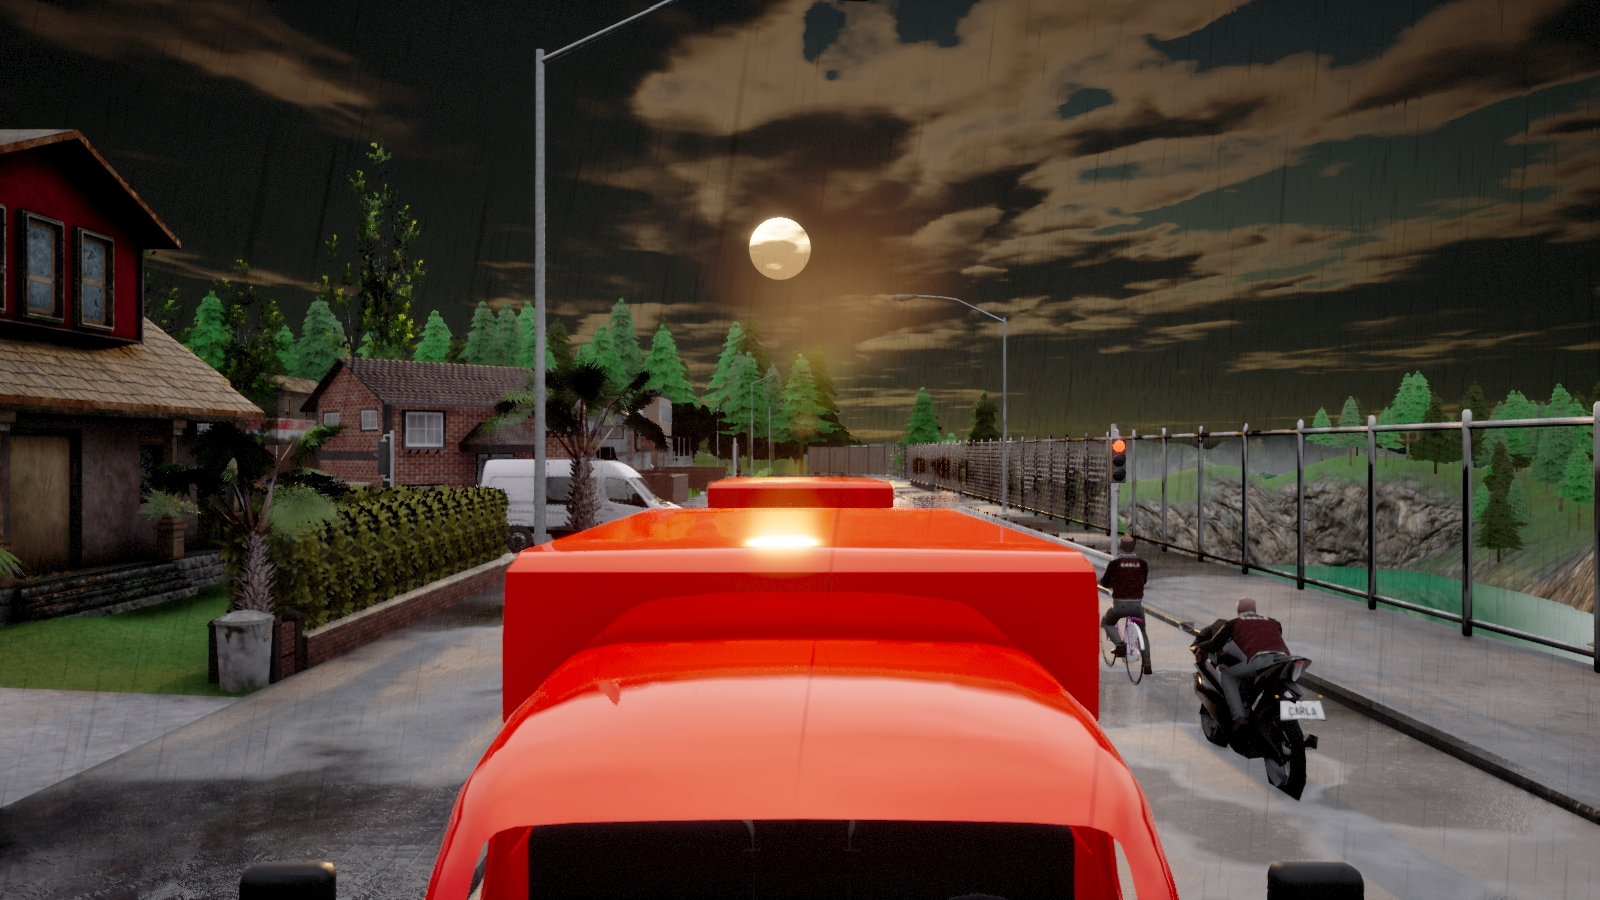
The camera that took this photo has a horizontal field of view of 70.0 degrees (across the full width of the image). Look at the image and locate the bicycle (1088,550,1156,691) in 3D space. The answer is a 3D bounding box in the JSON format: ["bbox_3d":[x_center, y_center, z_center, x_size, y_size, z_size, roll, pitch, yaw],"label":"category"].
[{"bbox_3d":[3.986,2.066,14.240,0.329,1.471,1.835,0,0,0],"label":"bicycle"}]

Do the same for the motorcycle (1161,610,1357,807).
[{"bbox_3d":[4.000,2.210,10.191,0.867,1.251,2.209,0,0,0],"label":"motorcycle"}]

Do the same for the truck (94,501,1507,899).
[{"bbox_3d":[-0.001,1.569,4.729,2.627,2.467,5.204,0,0,0],"label":"truck"}]

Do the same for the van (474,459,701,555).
[{"bbox_3d":[-5.876,1.547,31.982,5.915,2.561,1.988,0,0,5],"label":"van"}]
